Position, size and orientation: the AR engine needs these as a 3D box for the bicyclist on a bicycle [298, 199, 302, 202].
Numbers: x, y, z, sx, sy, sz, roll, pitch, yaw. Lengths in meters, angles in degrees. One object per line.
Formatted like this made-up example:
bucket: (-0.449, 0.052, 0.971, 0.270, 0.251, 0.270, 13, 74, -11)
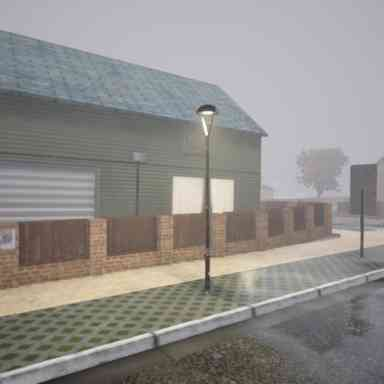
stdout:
bicyclist on a bicycle: (10.254, 1.487, 31.682, 1.656, 1.620, 0.582, 1, -1, -34)
